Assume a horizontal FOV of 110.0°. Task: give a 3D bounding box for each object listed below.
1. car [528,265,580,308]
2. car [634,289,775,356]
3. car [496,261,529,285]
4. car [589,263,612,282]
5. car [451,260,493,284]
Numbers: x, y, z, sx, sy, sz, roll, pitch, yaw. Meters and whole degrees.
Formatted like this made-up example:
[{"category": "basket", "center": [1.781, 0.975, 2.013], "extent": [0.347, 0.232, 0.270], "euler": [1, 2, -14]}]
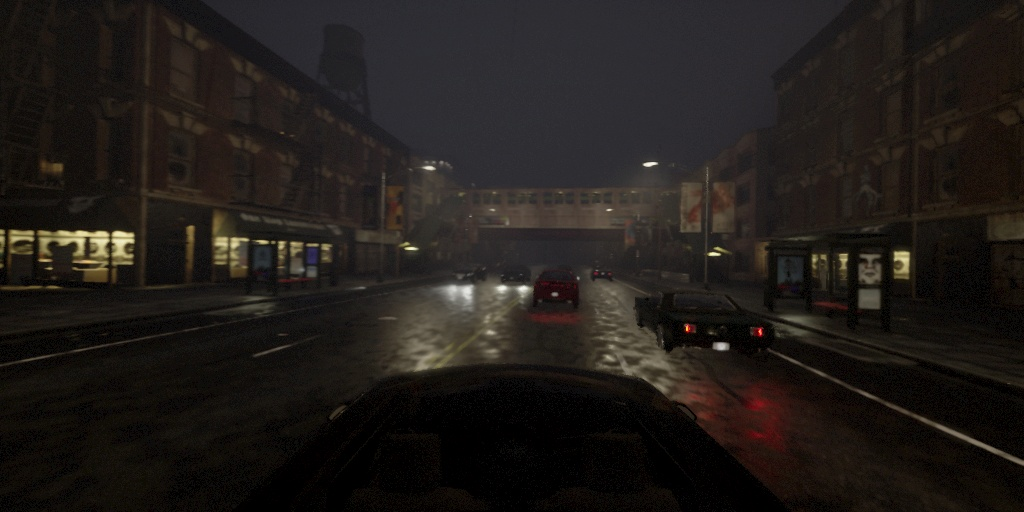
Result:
[{"category": "car", "center": [2.045, 1.357, 16.338], "extent": [1.882, 1.535, 5.008], "euler": [1, 0, 9]}, {"category": "car", "center": [4.419, 1.489, 9.170], "extent": [1.895, 1.301, 4.718], "euler": [1, 0, 9]}, {"category": "car", "center": [0.394, 1.393, 28.804], "extent": [1.882, 1.535, 5.008], "euler": [1, -1, 10]}, {"category": "car", "center": [8.548, 1.673, 34.561], "extent": [2.033, 1.411, 5.357], "euler": [1, 0, 9]}, {"category": "car", "center": [-3.286, 1.324, 28.074], "extent": [2.128, 1.511, 4.902], "euler": [1, 0, 10]}]
